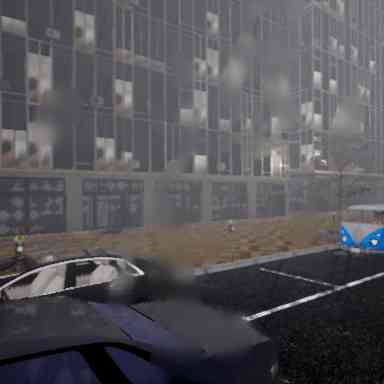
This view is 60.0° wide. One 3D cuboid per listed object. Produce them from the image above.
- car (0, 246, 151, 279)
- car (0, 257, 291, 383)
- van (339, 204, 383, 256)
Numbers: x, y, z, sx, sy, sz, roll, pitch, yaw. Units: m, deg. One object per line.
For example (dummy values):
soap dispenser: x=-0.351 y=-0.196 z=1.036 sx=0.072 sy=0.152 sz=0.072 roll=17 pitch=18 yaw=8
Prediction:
car: x=-2.218 y=1.572 z=4.974 sx=4.403 sy=1.369 sz=2.008 roll=0 pitch=0 yaw=-37
car: x=-1.659 y=1.561 z=2.026 sx=5.357 sy=1.411 sz=2.033 roll=0 pitch=0 yaw=-37
van: x=6.872 y=1.322 z=11.828 sx=3.998 sy=1.788 sz=1.690 roll=0 pitch=0 yaw=-37
